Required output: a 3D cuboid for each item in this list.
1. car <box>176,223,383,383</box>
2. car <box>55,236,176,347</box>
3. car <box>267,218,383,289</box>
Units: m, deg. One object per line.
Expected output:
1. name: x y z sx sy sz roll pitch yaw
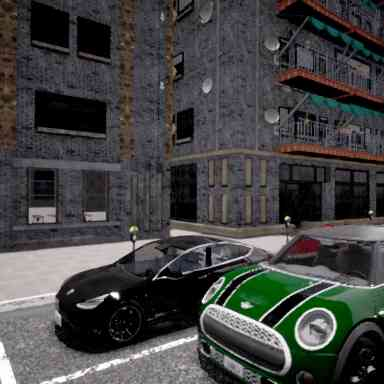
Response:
1. car: 2.283 1.353 5.029 4.553 1.767 2.097 0 0 -36
2. car: -0.280 1.566 6.368 4.313 1.339 1.947 0 0 -36
3. car: 4.316 1.585 9.675 4.206 1.307 1.802 0 0 -36
